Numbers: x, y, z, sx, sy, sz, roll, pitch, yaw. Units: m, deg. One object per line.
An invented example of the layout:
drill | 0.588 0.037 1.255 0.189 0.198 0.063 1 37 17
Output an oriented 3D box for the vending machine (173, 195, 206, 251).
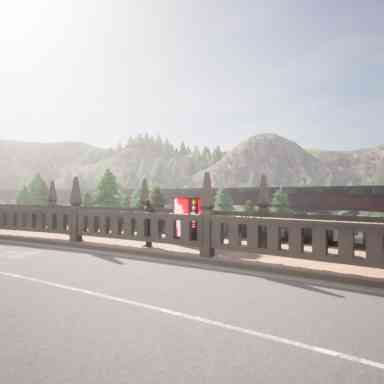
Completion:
vending machine | -0.080 1.195 13.286 0.880 2.100 1.100 0 0 31

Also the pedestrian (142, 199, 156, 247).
pedestrian | -1.662 1.141 12.522 0.375 1.860 0.375 0 0 31
